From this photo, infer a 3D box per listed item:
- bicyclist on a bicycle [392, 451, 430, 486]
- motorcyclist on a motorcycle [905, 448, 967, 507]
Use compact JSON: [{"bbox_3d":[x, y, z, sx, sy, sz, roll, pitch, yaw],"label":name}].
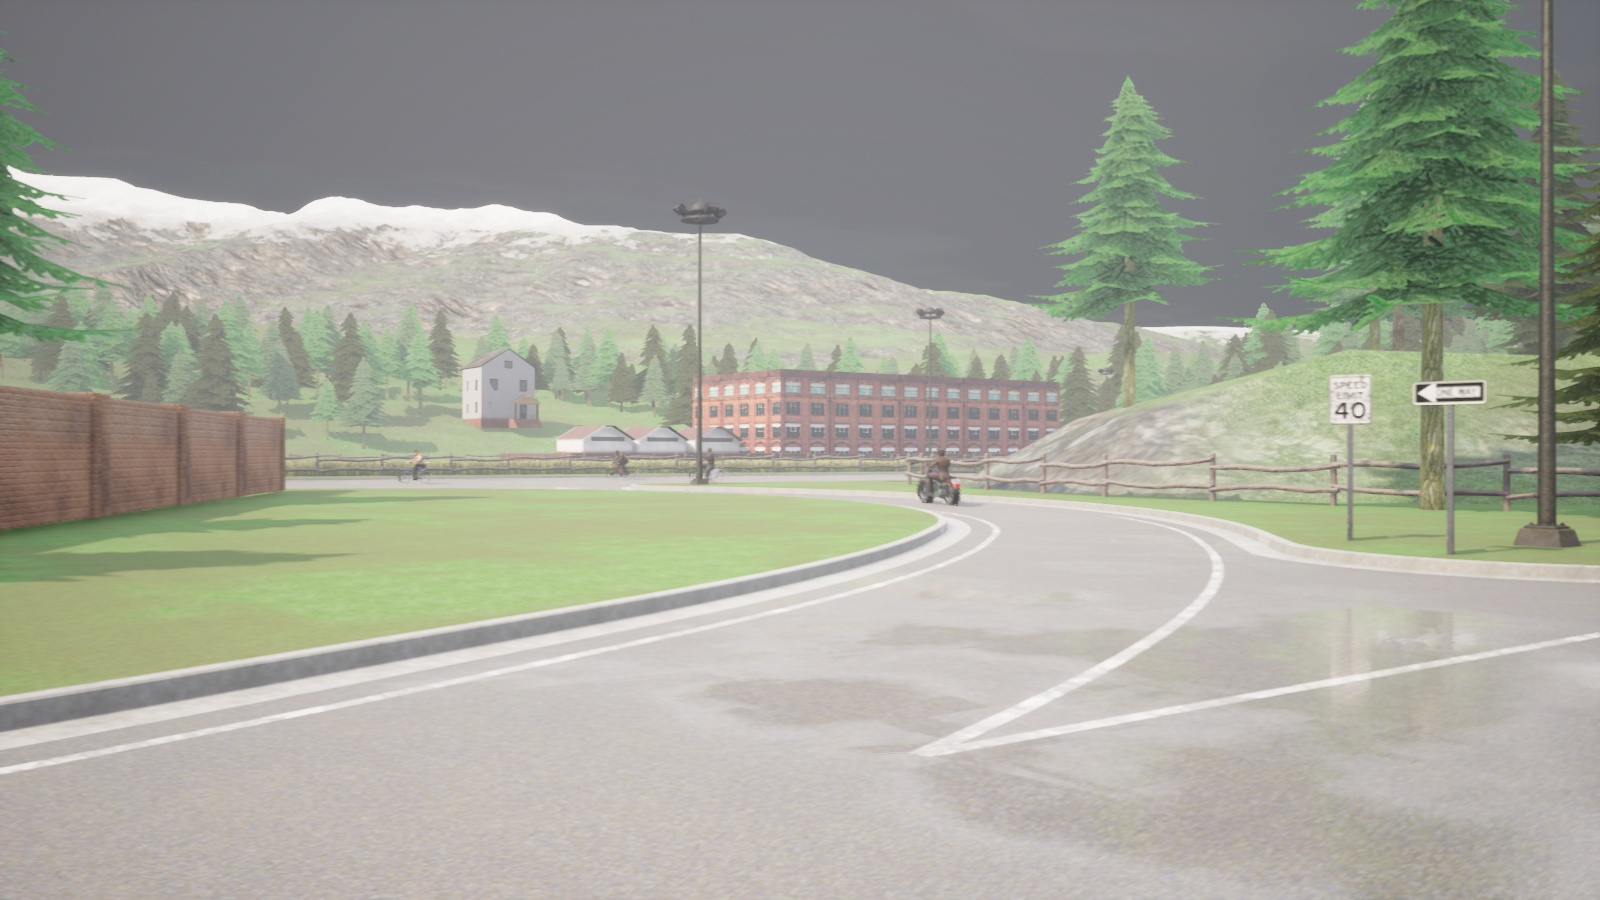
[{"bbox_3d":[-18.188,0.864,58.787,1.509,1.612,0.866,0,0,-34],"label":"bicyclist on a bicycle"},{"bbox_3d":[3.920,0.776,36.355,0.766,1.649,2.350,-1,0,-21],"label":"motorcyclist on a motorcycle"}]
